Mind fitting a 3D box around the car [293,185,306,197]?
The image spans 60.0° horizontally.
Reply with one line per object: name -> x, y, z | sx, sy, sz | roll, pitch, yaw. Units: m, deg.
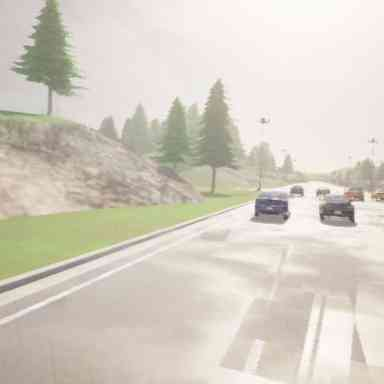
car -> 14.931, -0.211, 46.941 | 1.837, 1.490, 4.892 | 4, 3, 20

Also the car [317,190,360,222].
car -> 8.753, 0.873, 20.224 | 1.812, 1.442, 4.674 | 4, 3, 20

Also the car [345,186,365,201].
car -> 20.934, 0.096, 43.009 | 2.097, 1.767, 4.553 | 4, 3, 20

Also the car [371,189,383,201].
car -> 24.903, 0.363, 43.684 | 1.882, 1.535, 5.008 | 4, 3, 20

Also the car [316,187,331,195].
car -> 19.739, -0.088, 49.869 | 1.994, 1.385, 4.181 | 4, 3, 20

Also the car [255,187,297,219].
car -> 5.121, 0.653, 20.470 | 1.882, 1.535, 5.008 | 4, 3, 20
